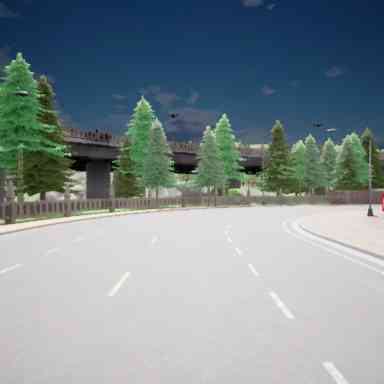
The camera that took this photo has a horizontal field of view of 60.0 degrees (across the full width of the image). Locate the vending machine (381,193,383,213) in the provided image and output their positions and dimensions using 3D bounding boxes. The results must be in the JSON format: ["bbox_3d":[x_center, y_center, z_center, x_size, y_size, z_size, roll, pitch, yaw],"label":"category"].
[{"bbox_3d":[20.826,1.178,35.171,0.880,2.100,1.100,0,0,-25],"label":"vending machine"}]
